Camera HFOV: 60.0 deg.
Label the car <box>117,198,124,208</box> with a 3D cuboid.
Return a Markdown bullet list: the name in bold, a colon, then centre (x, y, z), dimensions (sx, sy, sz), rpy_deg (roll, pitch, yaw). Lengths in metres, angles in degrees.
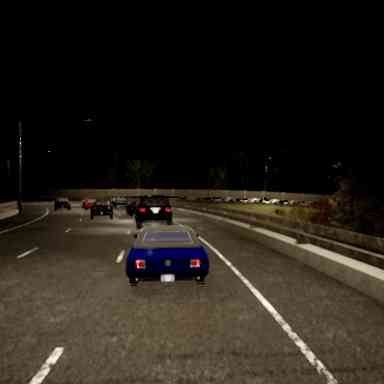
- **car**: centre (-9.861, 1.534, 44.622), dimensions (2.128, 1.511, 4.902), rpy_deg (0, 0, -23)

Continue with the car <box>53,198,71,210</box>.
- **car**: centre (-16.766, 1.539, 42.909), dimensions (2.128, 1.511, 4.902), rpy_deg (0, 0, -24)

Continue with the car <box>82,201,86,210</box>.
- **car**: centre (-13.279, 1.608, 43.692), dimensions (1.994, 1.385, 4.181), rpy_deg (0, 0, -24)

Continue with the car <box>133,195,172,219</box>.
- **car**: centre (-2.625, 1.237, 22.015), dimensions (2.150, 2.045, 5.566), rpy_deg (0, -1, -11)

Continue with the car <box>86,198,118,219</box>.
- **car**: centre (-8.084, 1.522, 29.697), dimensions (2.128, 1.511, 4.902), rpy_deg (0, 0, -16)

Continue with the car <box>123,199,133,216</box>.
- **car**: centre (-5.362, 1.593, 32.739), dimensions (1.994, 1.385, 4.181), rpy_deg (0, 0, -17)

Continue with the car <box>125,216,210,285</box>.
- **car**: centre (-0.729, 1.609, 9.538), dimensions (1.895, 1.301, 4.718), rpy_deg (0, 0, -5)
